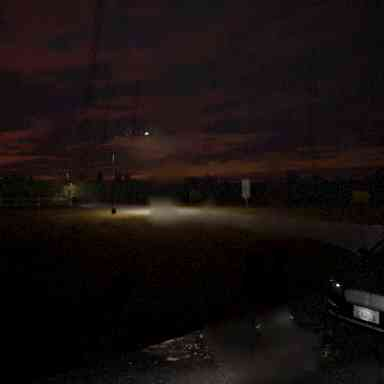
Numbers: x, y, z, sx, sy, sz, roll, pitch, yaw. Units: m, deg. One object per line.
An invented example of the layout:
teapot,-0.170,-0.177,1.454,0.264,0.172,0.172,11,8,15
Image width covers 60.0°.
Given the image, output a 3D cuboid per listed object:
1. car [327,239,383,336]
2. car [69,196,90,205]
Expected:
car,4.464,1.464,6.156,4.902,1.511,2.128,0,0,-36
car,-17.237,1.191,50.982,1.895,1.301,4.718,-2,1,-36
